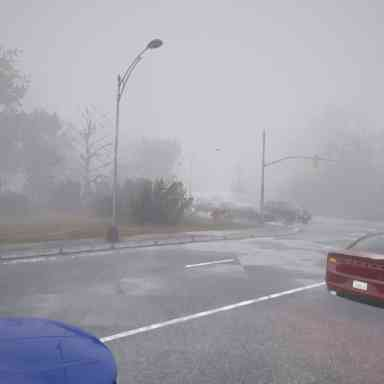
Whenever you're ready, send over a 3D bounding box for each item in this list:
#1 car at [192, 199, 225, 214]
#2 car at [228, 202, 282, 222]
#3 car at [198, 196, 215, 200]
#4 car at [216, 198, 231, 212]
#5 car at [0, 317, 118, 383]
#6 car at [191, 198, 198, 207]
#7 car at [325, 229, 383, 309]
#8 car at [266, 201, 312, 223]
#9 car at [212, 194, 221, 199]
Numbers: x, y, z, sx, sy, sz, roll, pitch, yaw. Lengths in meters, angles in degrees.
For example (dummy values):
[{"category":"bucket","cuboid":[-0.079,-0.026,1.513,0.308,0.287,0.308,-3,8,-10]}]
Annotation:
[{"category":"car","cuboid":[2.058,2.062,43.374,1.895,1.301,4.718,3,0,-19]},{"category":"car","cuboid":[6.103,2.125,33.195,2.033,1.411,5.357,3,-1,-25]},{"category":"car","cuboid":[1.884,1.726,56.746,1.837,1.490,4.892,2,2,-13]},{"category":"car","cuboid":[4.989,2.090,45.615,1.837,1.490,4.892,2,0,-18]},{"category":"car","cuboid":[-2.839,1.478,1.717,5.008,1.535,1.882,0,0,-36]},{"category":"car","cuboid":[-1.127,1.701,53.974,2.033,1.411,5.357,2,1,-14]},{"category":"car","cuboid":[5.016,1.556,7.364,5.008,1.535,1.882,1,-1,-35]},{"category":"car","cuboid":[9.623,1.952,33.973,2.150,2.045,5.566,3,-1,-25]},{"category":"car","cuboid":[5.870,1.112,79.193,2.033,1.411,5.357,2,2,-1]}]
